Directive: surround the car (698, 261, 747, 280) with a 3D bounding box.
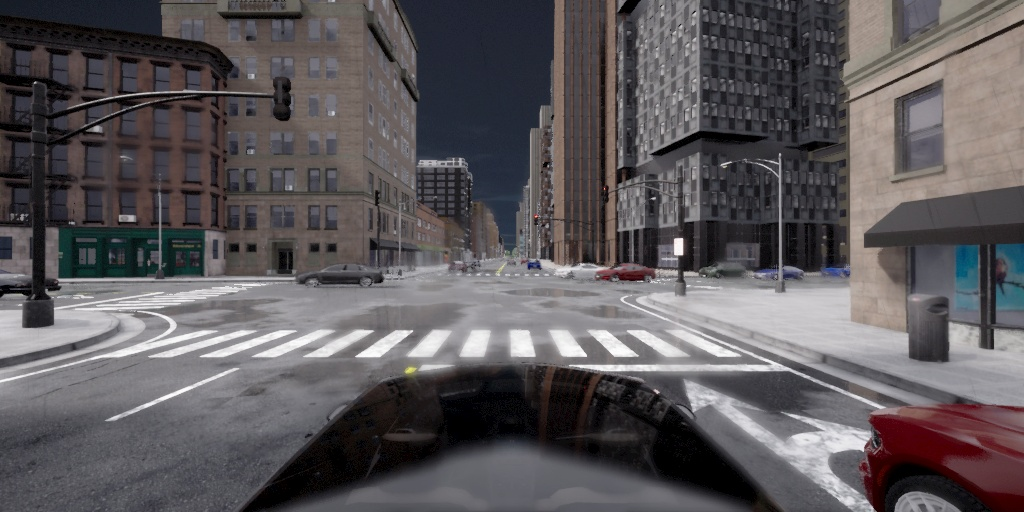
[{"bbox_3d":[21.077,1.407,35.950,4.553,1.767,2.097,1,0,-16],"label":"car"}]

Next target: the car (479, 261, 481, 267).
[{"bbox_3d":[-6.673,1.324,64.625,1.994,1.385,4.181,0,0,0],"label":"car"}]

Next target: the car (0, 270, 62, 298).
[{"bbox_3d":[-22.317,1.032,14.441,5.357,1.411,2.033,1,0,-16],"label":"car"}]

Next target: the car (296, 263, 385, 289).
[{"bbox_3d":[-10.372,1.180,21.911,4.892,1.490,1.837,2,-1,-19],"label":"car"}]

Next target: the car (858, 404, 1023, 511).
[{"bbox_3d":[3.353,1.228,0.399,1.882,1.535,5.008,0,0,0],"label":"car"}]

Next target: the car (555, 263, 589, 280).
[{"bbox_3d":[6.051,1.356,31.091,4.674,1.442,1.812,3,-1,-19],"label":"car"}]

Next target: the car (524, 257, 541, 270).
[{"bbox_3d":[3.250,1.237,53.553,1.882,1.535,5.008,0,0,0],"label":"car"}]

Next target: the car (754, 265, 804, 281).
[{"bbox_3d":[25.185,1.604,33.744,4.674,1.442,1.812,1,0,-15],"label":"car"}]

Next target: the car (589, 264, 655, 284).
[{"bbox_3d":[9.050,1.364,28.698,5.008,1.535,1.882,1,-1,-19],"label":"car"}]

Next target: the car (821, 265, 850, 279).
[{"bbox_3d":[37.264,1.722,40.152,5.008,1.535,1.882,1,-1,-13],"label":"car"}]

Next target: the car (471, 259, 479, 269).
[{"bbox_3d":[-6.683,1.251,54.663,2.128,1.511,4.902,0,0,0],"label":"car"}]

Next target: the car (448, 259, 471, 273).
[{"bbox_3d":[-6.672,1.283,44.703,1.812,1.442,4.674,0,0,0],"label":"car"}]

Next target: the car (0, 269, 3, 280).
[{"bbox_3d":[-21.029,1.021,11.451,5.357,1.411,2.033,1,0,-13],"label":"car"}]
